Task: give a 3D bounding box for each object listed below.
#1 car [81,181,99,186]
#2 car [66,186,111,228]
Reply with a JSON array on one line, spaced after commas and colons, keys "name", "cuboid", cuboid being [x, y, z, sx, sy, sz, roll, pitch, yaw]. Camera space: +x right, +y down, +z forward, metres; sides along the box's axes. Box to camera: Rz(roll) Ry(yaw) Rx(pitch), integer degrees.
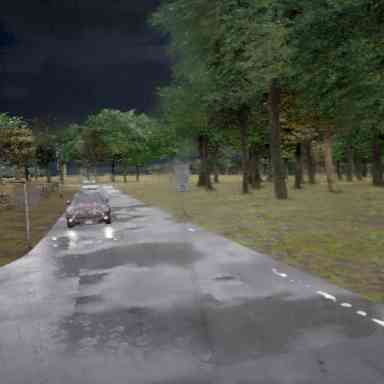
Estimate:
[{"name": "car", "cuboid": [-14.140, -0.515, 46.160, 2.150, 2.045, 5.566, -4, 4, -17]}, {"name": "car", "cuboid": [-5.620, 0.794, 18.076, 2.097, 1.767, 4.553, -4, 3, -17]}]
